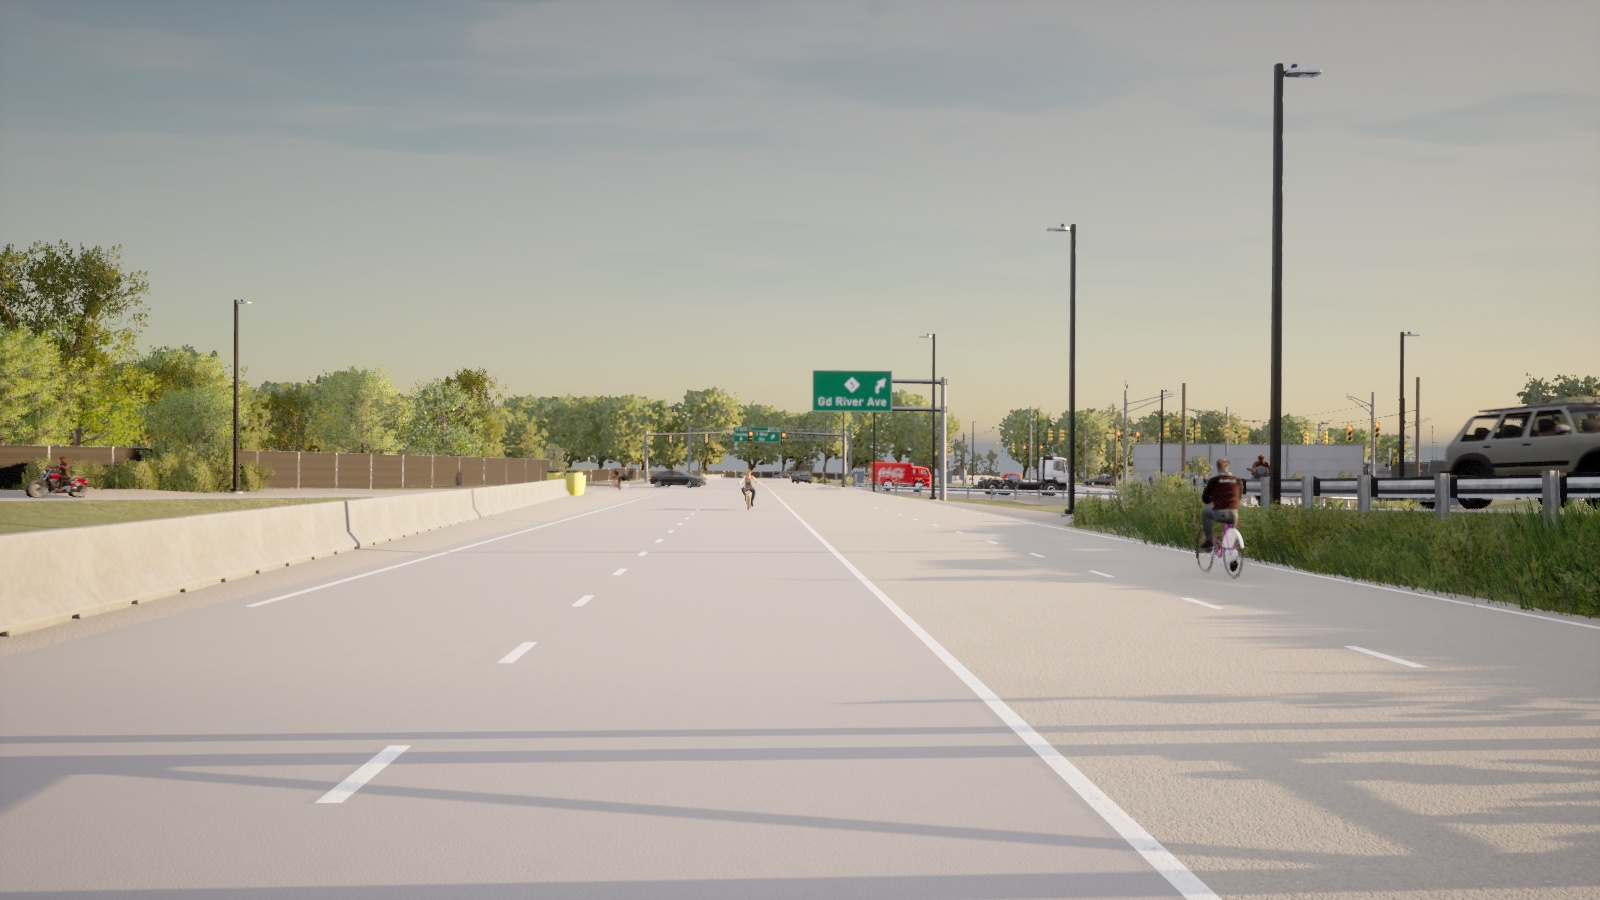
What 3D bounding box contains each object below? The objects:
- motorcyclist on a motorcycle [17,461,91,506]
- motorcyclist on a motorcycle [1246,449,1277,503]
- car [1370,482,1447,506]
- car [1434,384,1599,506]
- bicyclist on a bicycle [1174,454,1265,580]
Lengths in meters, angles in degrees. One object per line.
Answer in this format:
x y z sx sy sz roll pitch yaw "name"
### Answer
-27.836 1.237 46.909 0.766 1.649 2.350 0 -1 25 "motorcyclist on a motorcycle"
13.313 0.767 36.257 0.797 1.523 2.044 1 -2 19 "motorcyclist on a motorcycle"
38.639 2.778 79.922 2.033 1.411 5.357 0 -1 -3 "car"
12.916 -0.025 20.705 1.932 1.855 4.605 0 -2 -11 "car"
6.247 0.965 18.806 0.659 1.776 1.843 0 -1 -2 "bicyclist on a bicycle"
